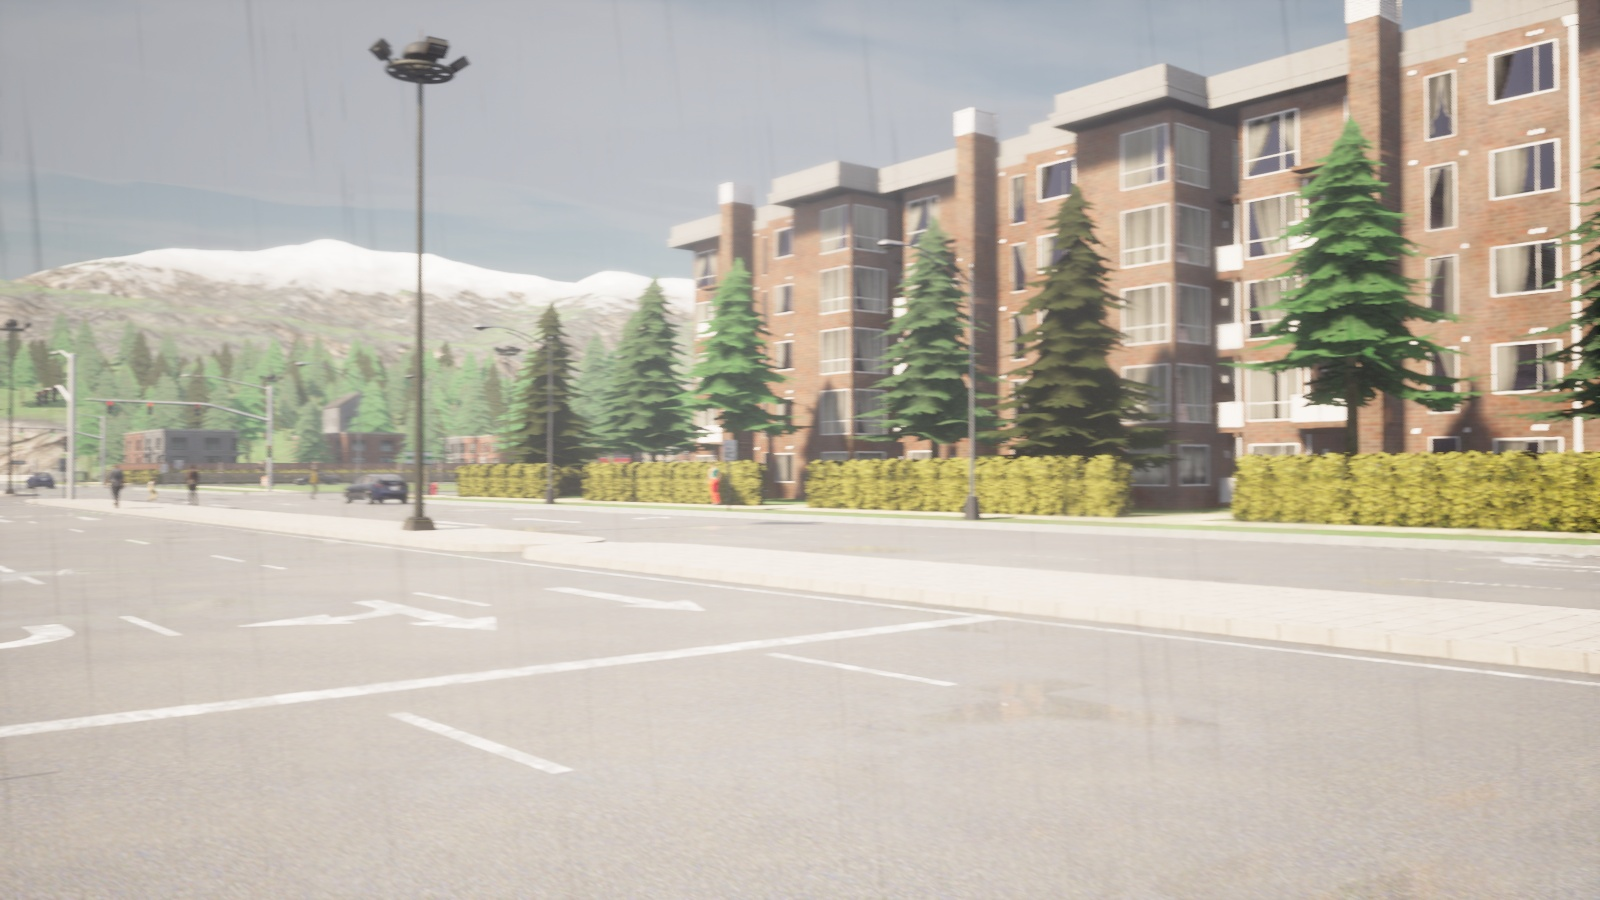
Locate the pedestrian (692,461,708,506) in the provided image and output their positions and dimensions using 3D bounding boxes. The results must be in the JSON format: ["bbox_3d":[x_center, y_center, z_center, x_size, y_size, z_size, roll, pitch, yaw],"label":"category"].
[{"bbox_3d":[-4.108,1.384,51.476,0.345,1.836,0.594,0,-1,-40],"label":"pedestrian"}]

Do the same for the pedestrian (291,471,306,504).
[{"bbox_3d":[-28.398,2.122,71.122,0.726,1.835,0.370,0,-1,-40],"label":"pedestrian"}]

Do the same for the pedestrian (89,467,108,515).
[{"bbox_3d":[-27.501,1.605,49.232,0.540,1.848,0.694,0,-1,-40],"label":"pedestrian"}]

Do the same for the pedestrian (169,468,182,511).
[{"bbox_3d":[-26.466,1.653,53.207,0.328,1.805,0.869,0,-1,-40],"label":"pedestrian"}]

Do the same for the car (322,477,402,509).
[{"bbox_3d":[-21.611,2.104,61.875,2.163,1.488,4.792,0,-1,-40],"label":"car"}]
